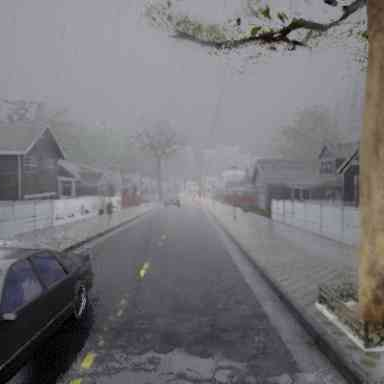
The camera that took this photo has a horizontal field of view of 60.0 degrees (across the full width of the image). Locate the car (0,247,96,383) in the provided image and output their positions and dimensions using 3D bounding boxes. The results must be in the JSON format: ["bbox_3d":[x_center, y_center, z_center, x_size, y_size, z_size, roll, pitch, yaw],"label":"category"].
[{"bbox_3d":[-2.850,1.544,4.504,2.033,1.411,5.357,0,0,0],"label":"car"}]

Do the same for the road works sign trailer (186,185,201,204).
[{"bbox_3d":[0.358,0.378,63.805,2.380,3.560,2.880,0,0,-7],"label":"road works sign trailer"}]

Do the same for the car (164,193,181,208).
[{"bbox_3d":[-2.817,1.164,48.527,2.150,2.045,5.566,0,0,0],"label":"car"}]
